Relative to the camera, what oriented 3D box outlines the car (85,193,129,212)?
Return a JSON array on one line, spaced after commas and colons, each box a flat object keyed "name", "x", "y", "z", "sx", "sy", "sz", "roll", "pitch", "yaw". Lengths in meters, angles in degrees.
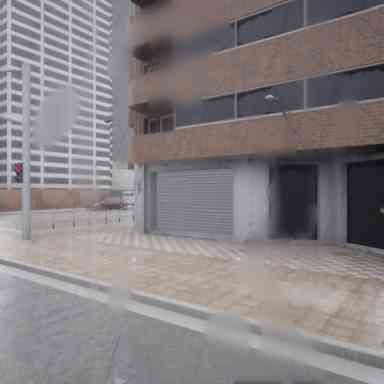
[{"name": "car", "x": -10.080, "y": 1.351, "z": 38.605, "sx": 2.097, "sy": 1.767, "sz": 4.553, "roll": 0, "pitch": 0, "yaw": 36}]
